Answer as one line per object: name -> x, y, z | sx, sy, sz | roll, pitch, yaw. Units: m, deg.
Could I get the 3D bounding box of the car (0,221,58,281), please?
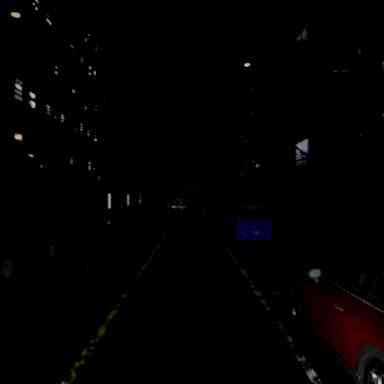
car -> -5.688, 1.644, 10.236 | 1.887, 1.381, 4.507 | 0, -1, 0

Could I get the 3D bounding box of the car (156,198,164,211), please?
car -> -5.686, 1.995, 49.519 | 1.752, 1.417, 4.829 | 0, -1, 0

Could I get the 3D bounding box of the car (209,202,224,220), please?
car -> 2.694, 1.805, 27.141 | 1.887, 1.381, 4.507 | 0, -1, 0

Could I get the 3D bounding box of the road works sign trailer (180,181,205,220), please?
road works sign trailer -> 0.017, 0.770, 31.937 | 2.380, 3.560, 2.880 | 0, -1, 0

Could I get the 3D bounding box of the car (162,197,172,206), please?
car -> -5.685, 2.066, 66.600 | 1.967, 1.590, 4.097 | 0, -1, 0

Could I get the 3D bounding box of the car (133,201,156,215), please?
car -> -5.686, 1.933, 38.416 | 1.947, 1.339, 4.313 | 0, -1, 0

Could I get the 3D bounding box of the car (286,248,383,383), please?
car -> 2.693, 1.485, 4.597 | 1.967, 1.590, 4.097 | 0, -1, 0

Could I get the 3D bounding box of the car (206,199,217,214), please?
car -> 2.694, 1.754, 32.778 | 1.967, 1.590, 4.097 | 0, -1, 0

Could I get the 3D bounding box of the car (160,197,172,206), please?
car -> -5.683, 1.992, 72.237 | 2.192, 1.841, 5.009 | 0, -1, 0

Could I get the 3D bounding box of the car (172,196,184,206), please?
car -> -2.997, 1.889, 70.993 | 2.150, 2.045, 5.566 | 0, -1, 0

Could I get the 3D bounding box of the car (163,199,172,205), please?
car -> -5.685, 2.311, 77.871 | 1.802, 1.307, 4.206 | 0, -1, 0

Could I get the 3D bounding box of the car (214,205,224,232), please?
car -> 2.693, 1.773, 21.504 | 1.947, 1.339, 4.313 | 0, -1, 0

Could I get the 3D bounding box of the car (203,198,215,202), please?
car -> 2.696, 1.786, 49.688 | 2.192, 1.841, 5.009 | 0, -1, 0

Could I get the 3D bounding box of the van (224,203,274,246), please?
van -> 2.694, 1.494, 15.870 | 1.690, 1.788, 3.998 | 0, -1, 0

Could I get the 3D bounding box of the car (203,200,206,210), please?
car -> 2.695, 1.917, 38.413 | 2.008, 1.369, 4.403 | 0, -1, 0
